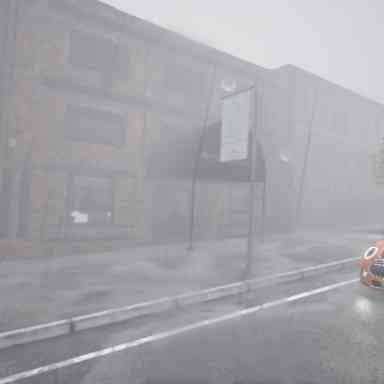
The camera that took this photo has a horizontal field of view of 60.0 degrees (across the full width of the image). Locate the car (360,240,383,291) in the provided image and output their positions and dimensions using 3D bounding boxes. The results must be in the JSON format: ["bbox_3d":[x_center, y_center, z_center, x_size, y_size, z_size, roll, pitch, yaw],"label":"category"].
[{"bbox_3d":[6.039,1.376,7.991,4.553,1.767,2.097,0,0,-35],"label":"car"}]
